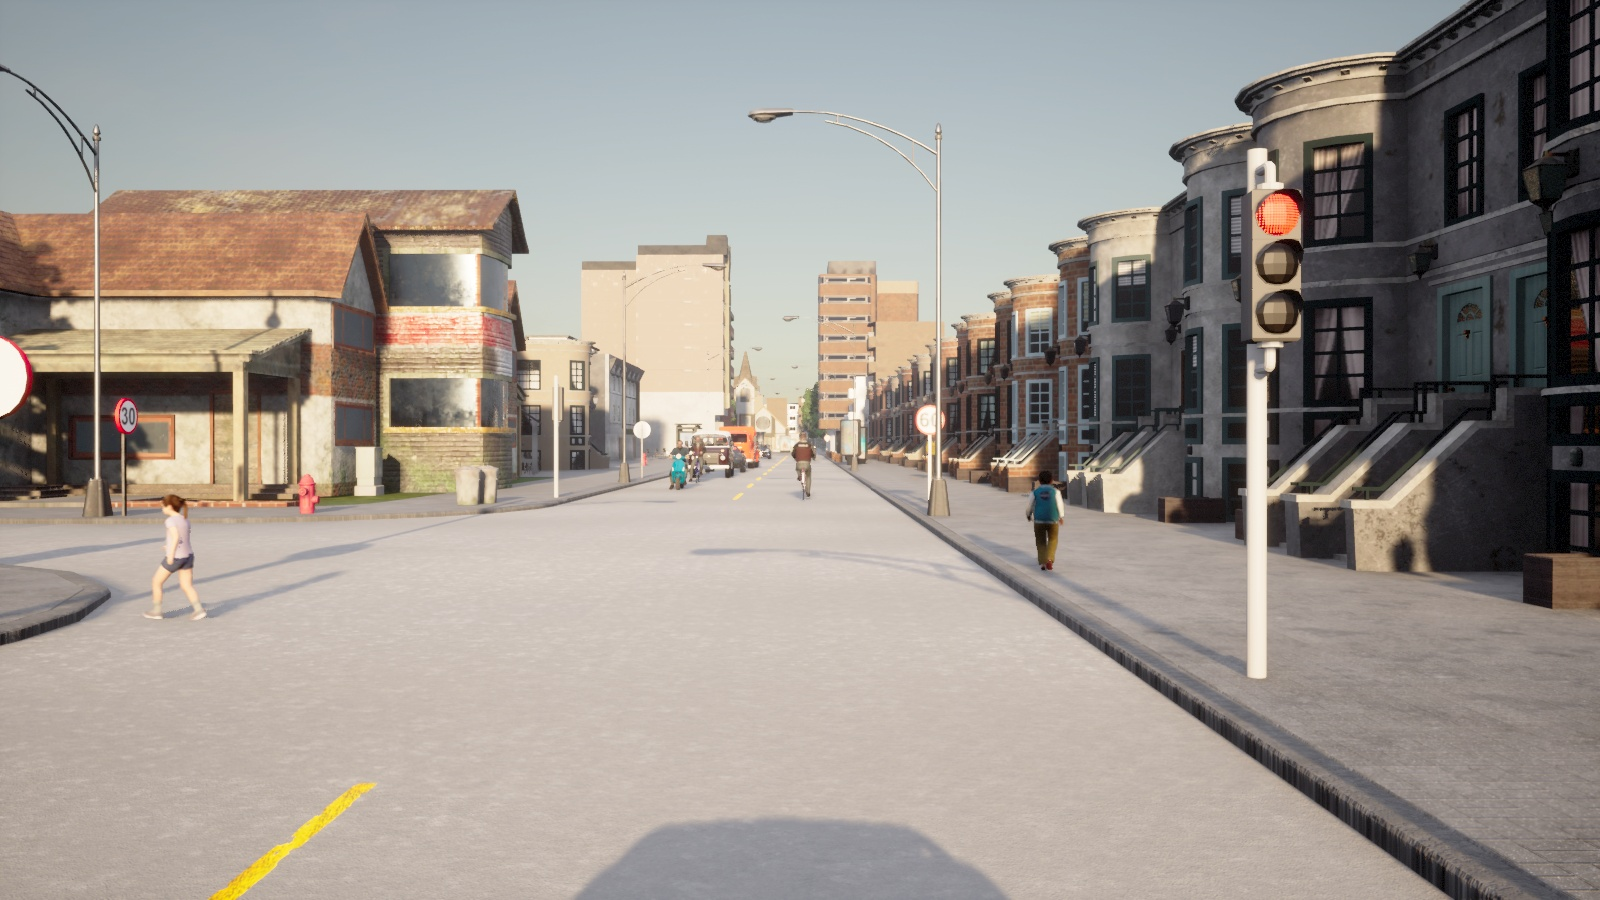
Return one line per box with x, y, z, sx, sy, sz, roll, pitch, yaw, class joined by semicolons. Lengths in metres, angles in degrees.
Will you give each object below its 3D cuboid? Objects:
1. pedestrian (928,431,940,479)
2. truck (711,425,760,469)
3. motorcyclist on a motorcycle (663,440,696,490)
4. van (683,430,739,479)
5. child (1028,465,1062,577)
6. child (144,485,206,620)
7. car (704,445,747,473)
5.177;0.181;48.582;0.431;1.840;0.709;0;0;3;pedestrian
-3.735;-0.151;74.165;2.627;2.467;5.204;0;0;0;truck
-3.856;0.469;40.343;0.866;1.590;1.817;0;0;0;motorcyclist on a motorcycle
-3.807;0.160;54.387;2.069;2.038;4.480;0;0;0;van
2.670;0.761;13.660;0.343;1.192;0.448;0;0;13;child
-5.296;0.861;10.645;0.394;1.110;0.255;0;0;13;child
-3.775;0.444;64.332;1.994;1.385;4.181;0;0;0;car
